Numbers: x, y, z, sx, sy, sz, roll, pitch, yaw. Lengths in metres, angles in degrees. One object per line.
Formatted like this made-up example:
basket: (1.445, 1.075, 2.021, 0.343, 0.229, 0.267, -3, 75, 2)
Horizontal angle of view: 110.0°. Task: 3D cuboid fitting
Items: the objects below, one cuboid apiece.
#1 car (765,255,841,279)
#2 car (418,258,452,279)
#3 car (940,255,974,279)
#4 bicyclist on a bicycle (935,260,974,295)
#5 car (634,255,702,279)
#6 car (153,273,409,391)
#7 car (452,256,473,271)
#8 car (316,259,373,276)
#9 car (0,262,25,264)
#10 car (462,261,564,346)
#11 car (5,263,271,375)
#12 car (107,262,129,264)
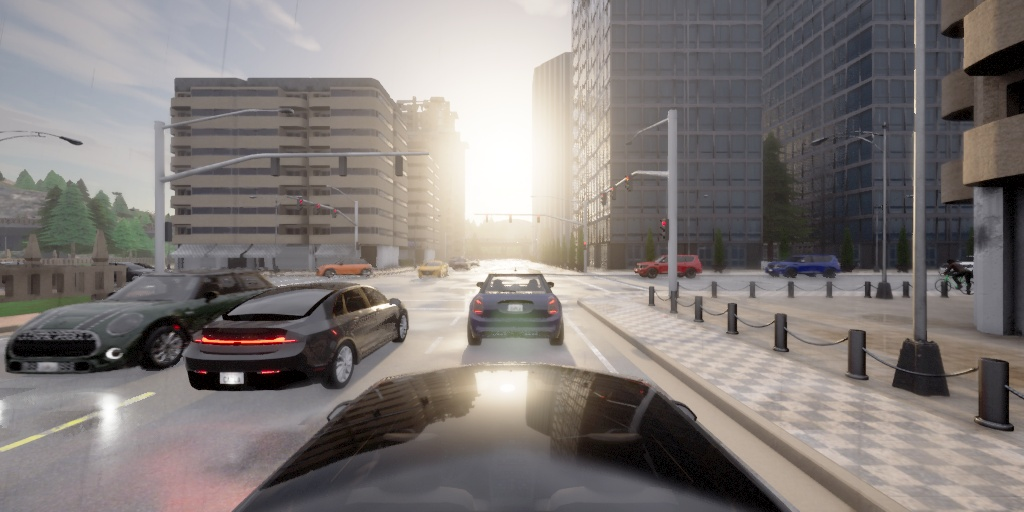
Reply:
car: (25.474, 0.919, 31.456, 5.566, 2.045, 2.150, 0, 0, 1)
car: (-7.067, 1.183, 32.491, 1.882, 1.535, 5.008, 0, 0, 0)
car: (41.149, 0.918, 31.318, 5.566, 2.045, 2.150, 0, 0, 2)
bicyclist on a bicycle: (21.018, 0.996, 17.004, 0.582, 1.620, 1.656, 0, 0, 0)
car: (13.707, 0.917, 31.536, 5.566, 2.045, 2.150, 0, 0, 0)
car: (-3.427, 1.255, 6.831, 1.837, 1.490, 4.892, 0, 0, 0)
car: (-7.041, 1.102, 50.027, 2.097, 1.767, 4.553, 0, 0, 0)
car: (-15.137, 1.053, 32.541, 4.553, 1.767, 2.097, 0, -1, -36)
car: (-36.408, 1.199, 26.247, 4.892, 1.490, 1.837, 0, 0, 15)
car: (0.090, 1.102, 9.603, 2.097, 1.767, 4.553, 0, 0, 0)
car: (-7.094, 1.102, 7.722, 2.097, 1.767, 4.553, 0, 0, 0)
car: (-26.505, 1.199, 24.902, 4.892, 1.490, 1.837, 0, 0, 4)
